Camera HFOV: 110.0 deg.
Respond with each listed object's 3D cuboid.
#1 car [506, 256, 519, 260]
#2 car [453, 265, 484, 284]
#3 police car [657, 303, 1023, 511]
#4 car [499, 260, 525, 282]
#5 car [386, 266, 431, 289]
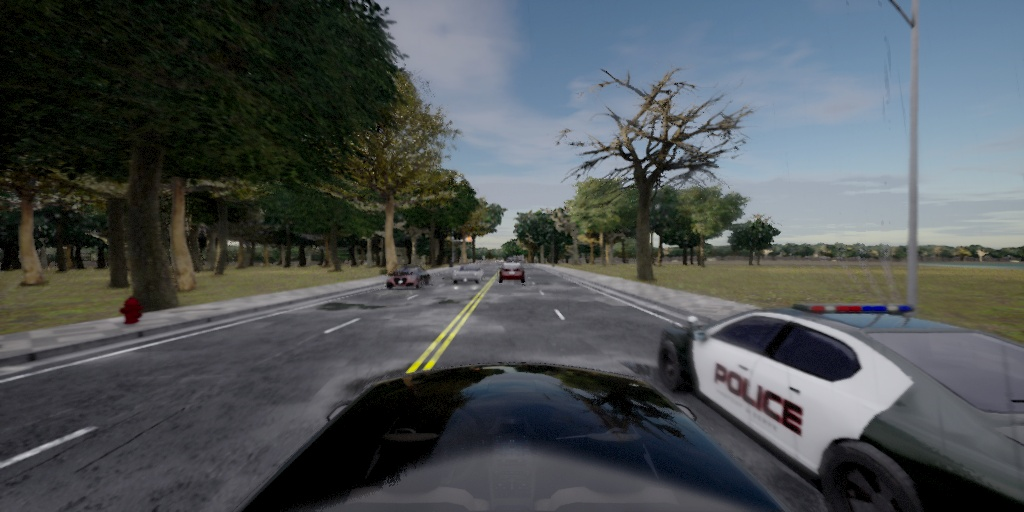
[{"bbox_3d":[0.103,1.085,51.165,2.150,2.045,5.566,0,0,0],"label":"car"},{"bbox_3d":[-3.257,1.384,27.289,1.895,1.301,4.718,0,0,0],"label":"car"},{"bbox_3d":[3.251,1.255,3.826,2.038,1.542,4.974,0,0,0],"label":"police car"},{"bbox_3d":[-0.003,1.291,29.008,2.163,1.488,4.792,0,0,0],"label":"car"},{"bbox_3d":[-6.549,1.338,23.075,1.994,1.385,4.181,0,0,1],"label":"car"}]
